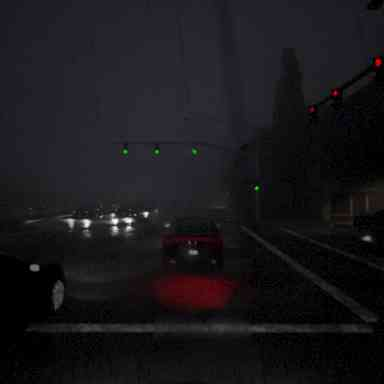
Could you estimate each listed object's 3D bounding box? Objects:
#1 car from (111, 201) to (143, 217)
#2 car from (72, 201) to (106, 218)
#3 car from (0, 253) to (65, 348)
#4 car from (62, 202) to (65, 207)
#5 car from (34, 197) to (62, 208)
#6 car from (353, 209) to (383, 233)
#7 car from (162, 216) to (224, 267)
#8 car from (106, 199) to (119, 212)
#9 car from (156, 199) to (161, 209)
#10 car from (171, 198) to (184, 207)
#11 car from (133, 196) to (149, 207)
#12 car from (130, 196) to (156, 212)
[{"bbox_3d":[-7.074,1.961,36.638,1.895,1.301,4.718,0,-1,1],"label":"car"},{"bbox_3d":[-10.628,1.841,34.013,1.837,1.490,4.892,0,-1,1],"label":"car"},{"bbox_3d":[-3.440,1.525,4.638,1.882,1.535,5.008,0,0,0],"label":"car"},{"bbox_3d":[-24.754,1.984,59.471,3.806,1.475,1.970,0,-1,0],"label":"car"},{"bbox_3d":[-24.775,1.717,56.578,3.866,1.878,1.905,0,-1,0],"label":"car"},{"bbox_3d":[12.709,1.678,20.779,5.008,1.535,1.882,0,-1,0],"label":"car"},{"bbox_3d":[0.026,1.596,11.973,1.882,1.535,5.008,0,0,0],"label":"car"},{"bbox_3d":[-10.416,1.776,43.013,2.097,1.767,4.553,0,-1,2],"label":"car"},{"bbox_3d":[-6.477,1.904,56.300,2.097,1.767,4.553,0,-1,2],"label":"car"},{"bbox_3d":[-2.662,1.964,62.622,2.097,1.767,4.553,0,-1,2],"label":"car"},{"bbox_3d":[-9.730,1.848,63.840,2.150,2.045,5.566,0,-1,2],"label":"car"},{"bbox_3d":[-6.805,1.808,46.448,2.097,1.767,4.553,0,-1,2],"label":"car"}]
